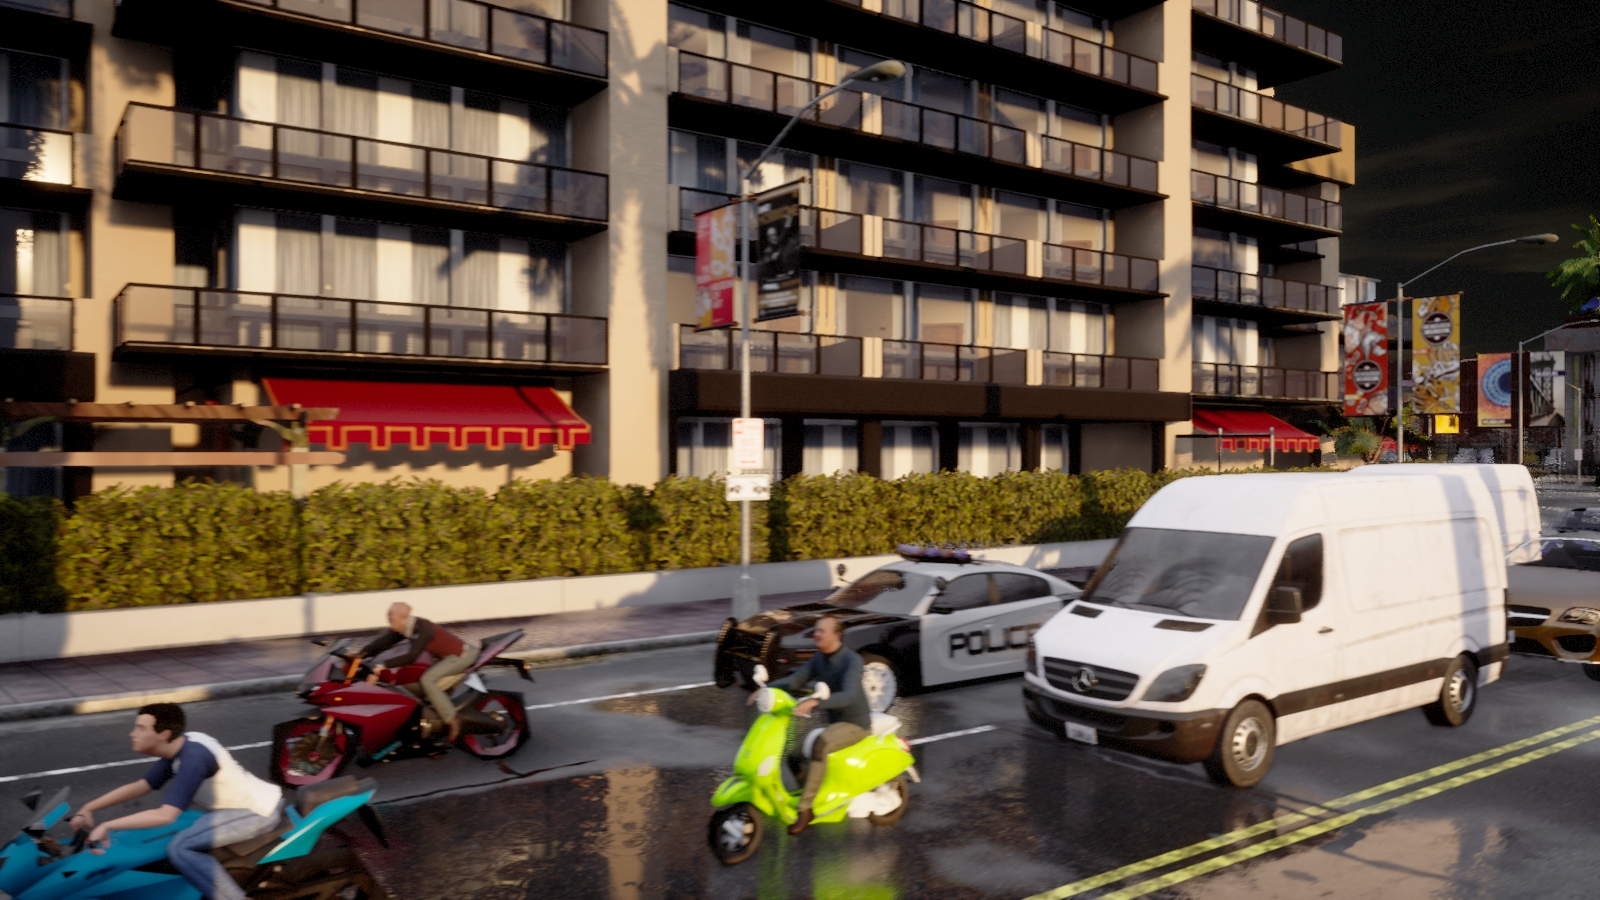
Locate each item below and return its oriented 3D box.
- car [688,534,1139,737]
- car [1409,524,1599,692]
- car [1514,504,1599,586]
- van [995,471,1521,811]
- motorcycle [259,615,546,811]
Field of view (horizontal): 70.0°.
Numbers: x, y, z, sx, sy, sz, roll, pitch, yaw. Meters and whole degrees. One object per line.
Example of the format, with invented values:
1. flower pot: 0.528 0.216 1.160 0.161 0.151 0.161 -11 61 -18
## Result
1. car: 1.476 1.982 13.527 5.238 1.638 2.097 0 0 -35
2. car: 10.672 1.992 15.638 5.027 1.651 2.152 0 0 -36
3. car: 17.387 2.038 25.150 3.633 1.501 1.845 0 0 -41
4. van: 4.788 1.534 11.430 5.915 2.561 1.988 0 0 -35
5. motorcycle: -3.422 2.205 9.935 2.209 1.251 0.867 0 0 -35
